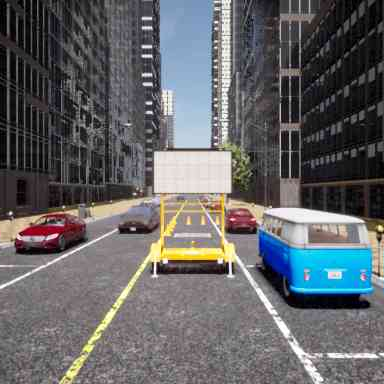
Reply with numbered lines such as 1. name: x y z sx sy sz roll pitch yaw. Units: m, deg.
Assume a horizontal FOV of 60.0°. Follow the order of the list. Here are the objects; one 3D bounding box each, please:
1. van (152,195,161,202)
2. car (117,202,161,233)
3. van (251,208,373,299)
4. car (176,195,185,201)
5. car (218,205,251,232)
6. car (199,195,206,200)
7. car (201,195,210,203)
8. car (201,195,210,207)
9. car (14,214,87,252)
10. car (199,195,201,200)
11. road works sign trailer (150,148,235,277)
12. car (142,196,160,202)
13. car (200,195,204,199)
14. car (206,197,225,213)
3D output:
1. van: -5.575 1.328 53.708 1.690 1.788 3.998 0 0 0
2. car: -3.056 1.547 19.976 2.033 1.411 5.357 0 0 0
3. van: 2.708 1.341 8.147 1.690 1.788 3.998 0 0 0
4. car: -2.824 1.505 82.563 1.994 1.385 4.181 0 0 0
5. car: 2.732 1.581 19.531 1.802 1.307 4.206 0 0 0
6. car: 2.891 1.462 93.534 1.887 1.381 4.507 0 0 0
7. car: 2.842 1.401 70.763 1.967 1.590 4.097 0 0 0
8. car: 2.793 1.544 47.994 2.008 1.369 4.403 0 0 0
9. car: -5.661 1.582 13.860 1.802 1.307 4.206 0 0 0
10. car: 2.830 1.410 65.071 1.967 1.590 4.097 0 0 0
11. road works sign trailer: 0.022 0.464 10.172 2.380 3.560 2.880 0 0 0
12. car: -5.600 1.548 42.323 2.008 1.369 4.403 0 0 0
13. car: 2.805 1.538 53.686 2.008 1.369 4.403 0 0 0
14. car: 2.769 1.581 36.609 1.802 1.307 4.206 0 0 0
